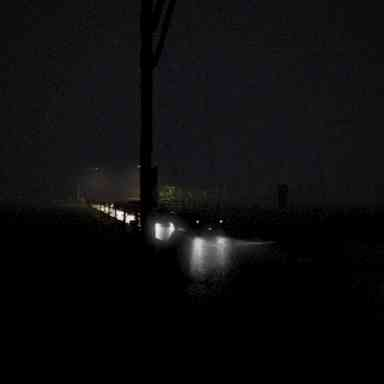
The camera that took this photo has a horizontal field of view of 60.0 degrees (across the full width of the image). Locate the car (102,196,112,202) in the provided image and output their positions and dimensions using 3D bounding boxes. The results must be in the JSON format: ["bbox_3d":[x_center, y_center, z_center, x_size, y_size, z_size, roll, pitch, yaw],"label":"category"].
[{"bbox_3d":[-22.764,2.032,91.359,1.837,1.490,4.892,1,-1,-21],"label":"car"}]

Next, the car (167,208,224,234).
[{"bbox_3d":[0.224,1.731,20.453,1.895,1.301,4.718,1,0,-21],"label":"car"}]

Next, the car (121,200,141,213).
[{"bbox_3d":[-6.497,1.714,38.241,1.837,1.490,4.892,1,0,-21],"label":"car"}]

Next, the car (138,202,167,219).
[{"bbox_3d":[-3.015,1.769,29.015,1.895,1.301,4.718,1,0,-21],"label":"car"}]

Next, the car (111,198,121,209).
[{"bbox_3d":[-9.952,1.854,47.468,1.895,1.301,4.718,1,0,-20],"label":"car"}]
